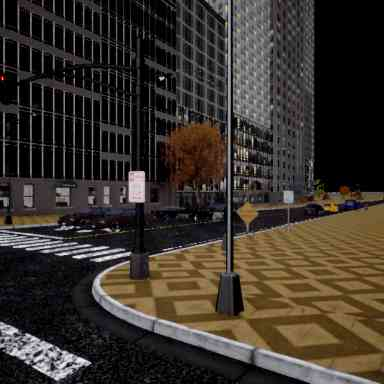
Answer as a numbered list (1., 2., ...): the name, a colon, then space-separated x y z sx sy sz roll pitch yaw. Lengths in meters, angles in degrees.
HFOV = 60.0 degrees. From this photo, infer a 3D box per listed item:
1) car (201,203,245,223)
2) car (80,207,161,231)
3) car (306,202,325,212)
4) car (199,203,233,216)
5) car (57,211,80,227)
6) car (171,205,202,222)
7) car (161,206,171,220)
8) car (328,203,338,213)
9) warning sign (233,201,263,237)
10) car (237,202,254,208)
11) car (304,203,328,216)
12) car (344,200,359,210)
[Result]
1. car: 3.194 1.994 29.788 2.128 1.511 4.902 0 -1 33
2. car: -4.883 1.874 23.634 2.033 1.411 5.357 0 -1 33
3. car: 22.024 2.610 59.002 2.128 1.511 4.902 0 -1 33
4. car: 3.062 2.167 41.934 2.128 1.511 4.902 0 -1 33
5. car: -7.535 1.873 25.518 2.033 1.411 5.357 0 -1 33
6. car: 0.396 2.006 31.820 1.837 1.490 4.892 0 -1 33
7. car: -2.338 2.098 33.577 1.895 1.301 4.718 0 -1 33
8. car: 21.886 2.510 52.975 1.882 1.535 5.008 0 -1 33
9. warning sign: 3.112 1.454 18.562 1.300 1.860 1.060 1 1 33
10. car: 5.866 2.034 40.284 2.097 1.767 4.553 0 -1 33
11. car: 16.288 2.354 44.210 1.837 1.490 4.892 0 -1 33
12. car: 31.485 2.537 65.764 2.150 2.045 5.566 0 -1 33
